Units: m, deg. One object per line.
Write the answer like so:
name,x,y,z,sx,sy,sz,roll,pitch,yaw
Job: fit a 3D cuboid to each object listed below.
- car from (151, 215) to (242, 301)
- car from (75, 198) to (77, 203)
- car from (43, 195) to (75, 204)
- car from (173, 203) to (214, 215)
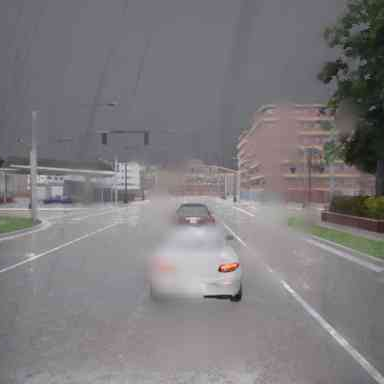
car,0.087,1.526,8.188,1.812,1.442,4.674,0,0,0
car,-24.167,1.455,63.639,3.806,1.475,1.970,0,0,1
car,-23.437,1.294,57.889,4.611,1.667,2.242,0,0,1
car,0.064,1.352,17.181,2.097,1.767,4.553,0,0,0
